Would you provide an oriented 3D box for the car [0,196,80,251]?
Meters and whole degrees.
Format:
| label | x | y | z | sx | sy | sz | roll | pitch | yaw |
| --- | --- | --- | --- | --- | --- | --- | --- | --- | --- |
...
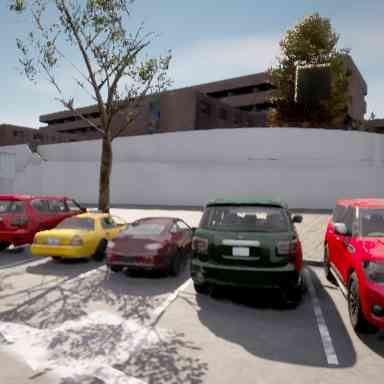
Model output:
| label | x | y | z | sx | sy | sz | roll | pitch | yaw |
| --- | --- | --- | --- | --- | --- | --- | --- | --- | --- |
| car | -5.821 | 1.189 | 13.579 | 2.435 | 2.045 | 5.566 | 0 | -1 | 15 |

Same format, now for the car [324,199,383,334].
| label | x | y | z | sx | sy | sz | roll | pitch | yaw |
| --- | --- | --- | --- | --- | --- | --- | --- | --- | --- |
| car | 4.004 | 1.183 | 6.601 | 2.435 | 2.045 | 5.566 | 1 | -1 | 15 |

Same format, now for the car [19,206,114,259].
| label | x | y | z | sx | sy | sz | roll | pitch | yaw |
| --- | --- | --- | --- | --- | --- | --- | --- | --- | --- |
| car | -3.322 | 1.438 | 12.005 | 1.946 | 1.575 | 5.366 | 0 | -1 | 15 |

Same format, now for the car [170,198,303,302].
| label | x | y | z | sx | sy | sz | roll | pitch | yaw |
| --- | --- | --- | --- | --- | --- | --- | --- | --- | --- |
| car | 1.555 | 1.185 | 8.398 | 2.435 | 2.045 | 5.566 | 0 | -1 | 15 |

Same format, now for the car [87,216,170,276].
| label | x | y | z | sx | sy | sz | roll | pitch | yaw |
| --- | --- | --- | --- | --- | --- | --- | --- | --- | --- |
| car | -0.914 | 1.477 | 10.095 | 2.002 | 1.452 | 4.674 | 0 | -1 | 15 |
